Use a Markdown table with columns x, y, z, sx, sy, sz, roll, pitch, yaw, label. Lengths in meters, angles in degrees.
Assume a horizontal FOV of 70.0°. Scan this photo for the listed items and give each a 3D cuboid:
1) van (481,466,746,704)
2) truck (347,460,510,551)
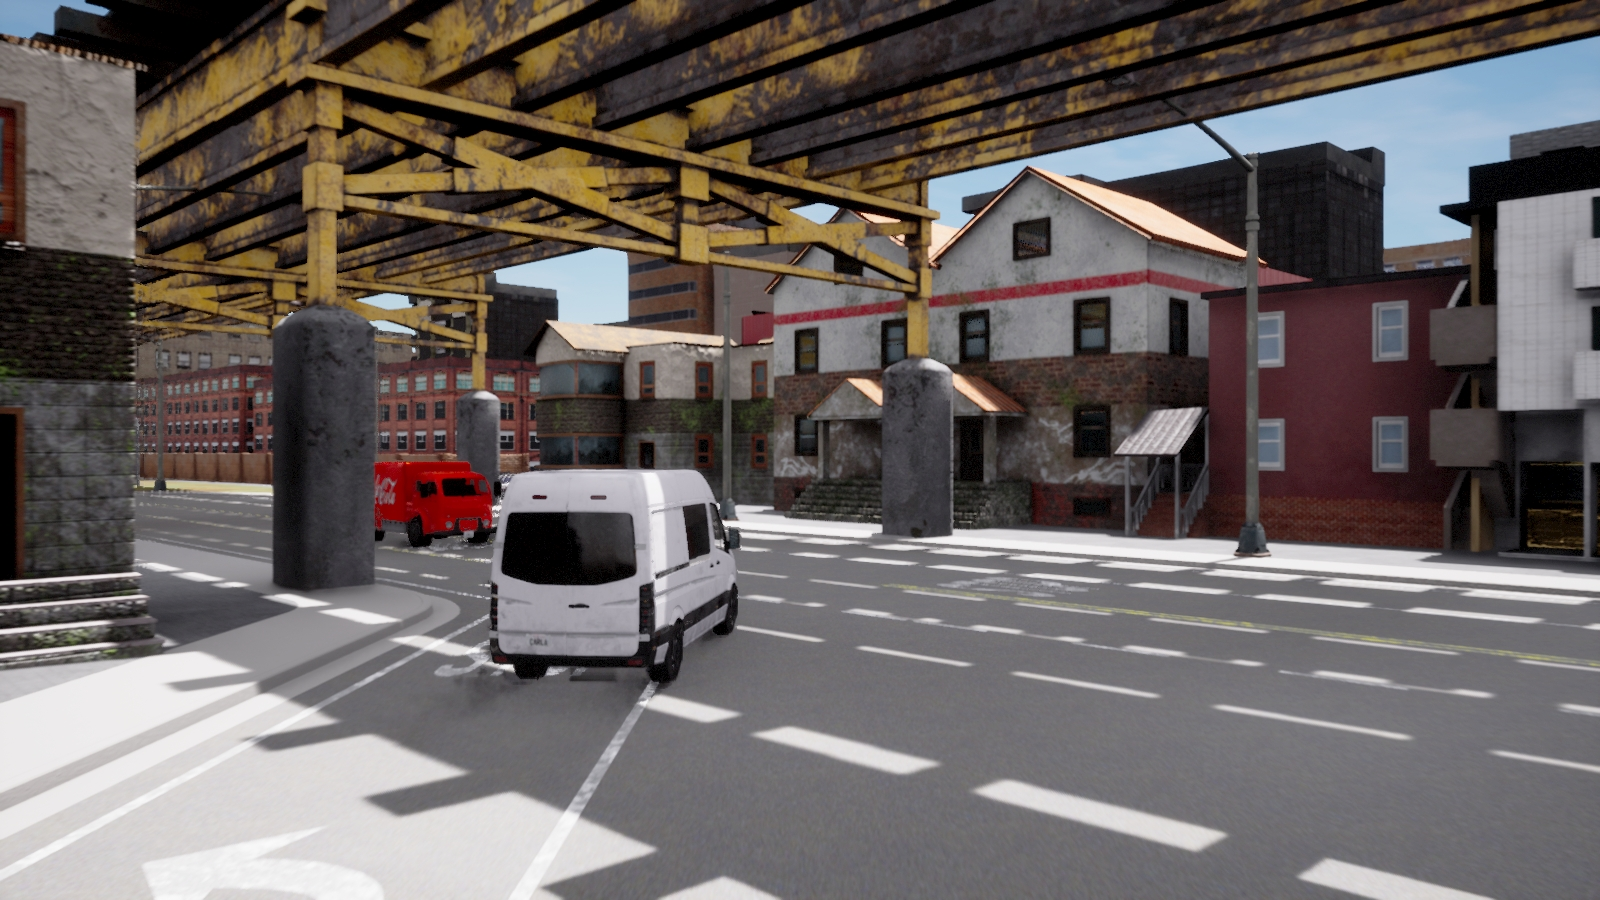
| x | y | z | sx | sy | sz | roll | pitch | yaw | label |
| --- | --- | --- | --- | --- | --- | --- | --- | --- | --- |
| -2.239 | 1.539 | 15.740 | 1.988 | 2.561 | 5.915 | 0 | 0 | 7 | van |
| -11.296 | 1.575 | 34.527 | 2.627 | 2.467 | 5.204 | 0 | 0 | -44 | truck |
